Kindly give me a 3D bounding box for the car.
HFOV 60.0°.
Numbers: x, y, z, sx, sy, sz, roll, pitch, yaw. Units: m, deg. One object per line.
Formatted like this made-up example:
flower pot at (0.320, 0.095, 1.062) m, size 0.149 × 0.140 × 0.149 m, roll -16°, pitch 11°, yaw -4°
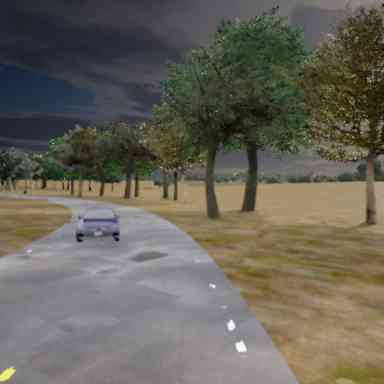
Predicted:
car at (-4.427, 1.466, 16.012) m, size 1.812 × 1.442 × 4.674 m, roll 0°, pitch 0°, yaw -14°
